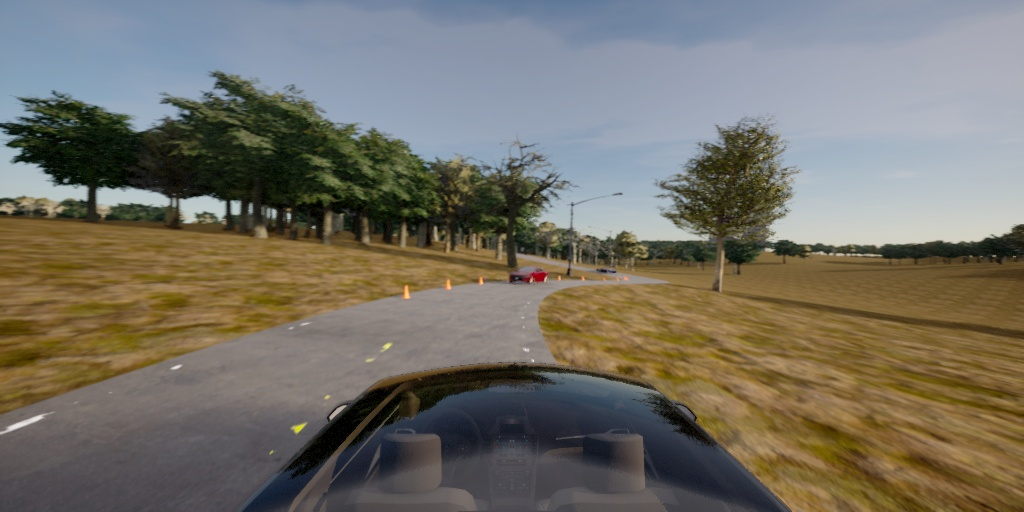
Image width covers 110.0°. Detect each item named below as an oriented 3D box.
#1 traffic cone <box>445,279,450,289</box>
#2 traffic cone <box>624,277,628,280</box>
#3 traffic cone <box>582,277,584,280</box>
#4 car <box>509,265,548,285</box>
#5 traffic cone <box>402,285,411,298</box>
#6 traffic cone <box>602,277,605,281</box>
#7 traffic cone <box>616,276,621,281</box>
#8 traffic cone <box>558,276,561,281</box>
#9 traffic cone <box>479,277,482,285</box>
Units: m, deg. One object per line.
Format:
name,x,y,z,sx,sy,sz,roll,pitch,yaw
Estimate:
traffic cone,-3.889,1.713,21.782,0.340,0.580,0.340,0,0,14
traffic cone,17.480,3.487,55.650,0.340,0.580,0.340,0,0,26
traffic cone,8.795,2.742,44.594,0.340,0.580,0.340,0,0,44
car,1.440,1.529,29.487,1.882,1.535,5.008,1,-2,26
traffic cone,-4.911,1.646,16.602,0.340,0.580,0.340,0,0,8
traffic cone,12.291,3.004,48.073,0.340,0.580,0.340,0,0,43
traffic cone,15.158,3.252,51.673,0.340,0.580,0.340,0,0,34
traffic cone,5.332,2.479,40.614,0.340,0.580,0.340,0,0,38
traffic cone,-2.334,1.831,26.828,0.340,0.580,0.340,0,0,20
